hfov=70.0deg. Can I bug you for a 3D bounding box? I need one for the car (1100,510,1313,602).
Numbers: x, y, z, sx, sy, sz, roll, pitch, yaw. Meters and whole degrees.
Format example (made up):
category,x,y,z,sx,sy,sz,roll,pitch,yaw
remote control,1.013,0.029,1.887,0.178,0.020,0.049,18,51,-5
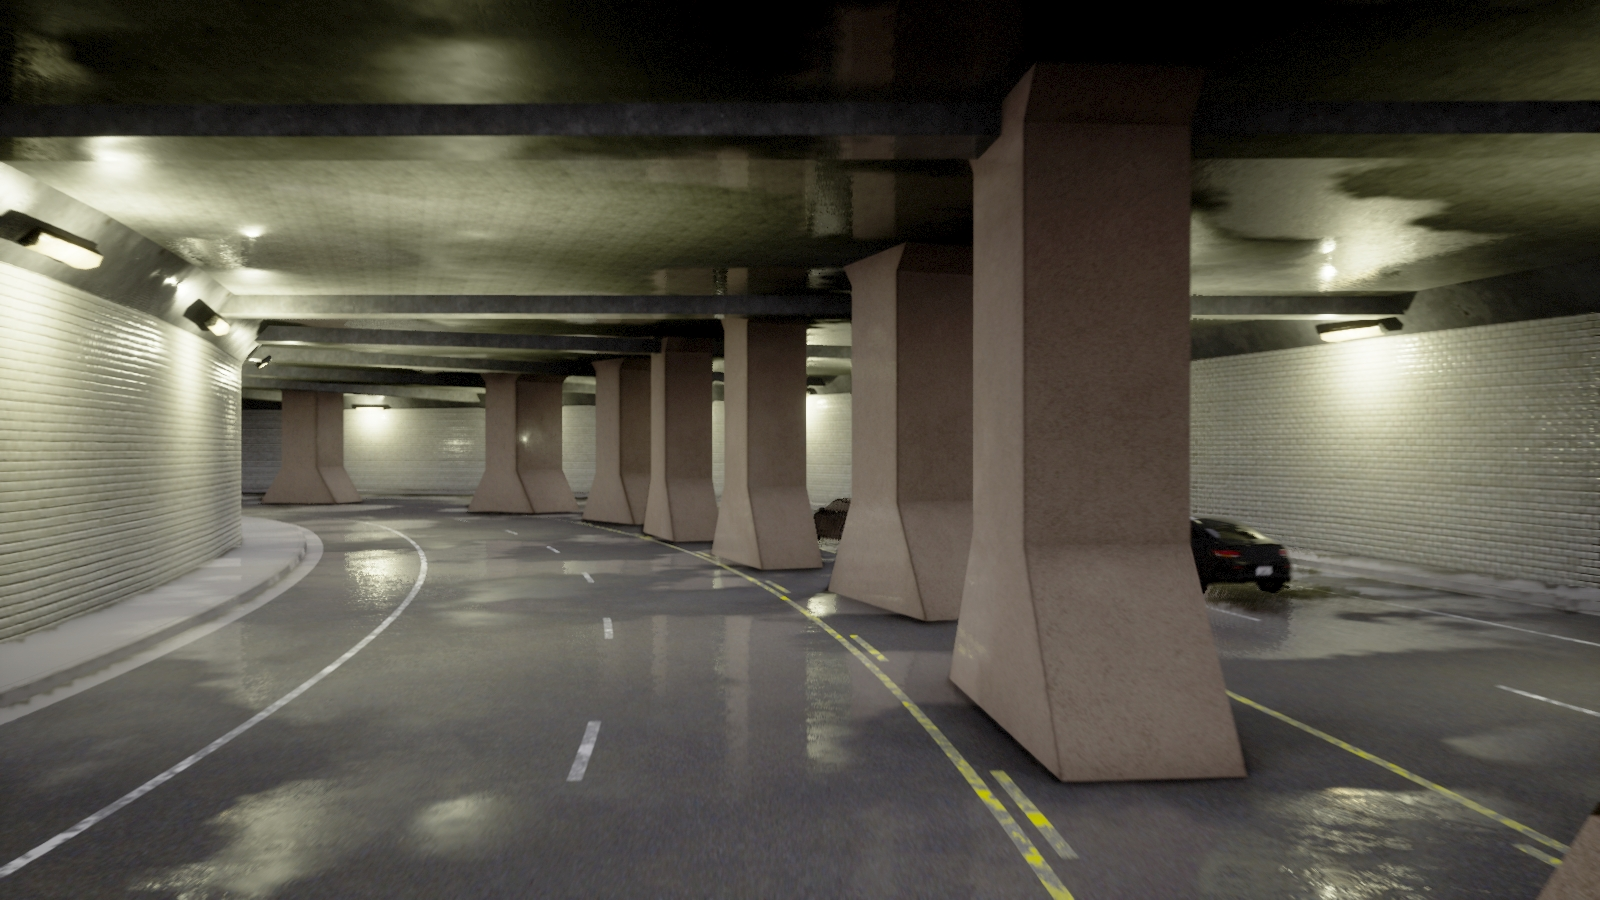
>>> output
category,x,y,z,sx,sy,sz,roll,pitch,yaw
car,8.159,2.081,23.487,2.002,1.442,4.674,0,0,-12
